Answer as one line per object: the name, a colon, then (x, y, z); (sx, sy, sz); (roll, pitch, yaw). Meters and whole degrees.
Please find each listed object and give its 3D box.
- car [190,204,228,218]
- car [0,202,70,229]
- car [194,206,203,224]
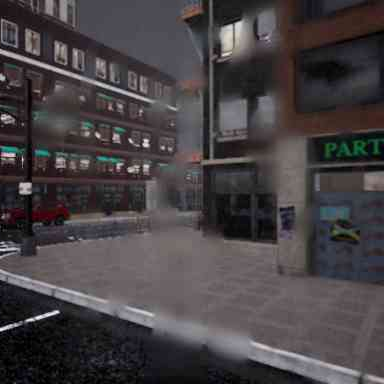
car: (2.087, 2.163, 38.989); (2.128, 1.511, 4.902); (0, -1, 35)
car: (-11.408, 1.639, 24.240); (2.192, 1.841, 5.009); (-2, -2, 35)
car: (1.981, 2.070, 28.821); (1.802, 1.307, 4.206); (-2, -2, 35)
